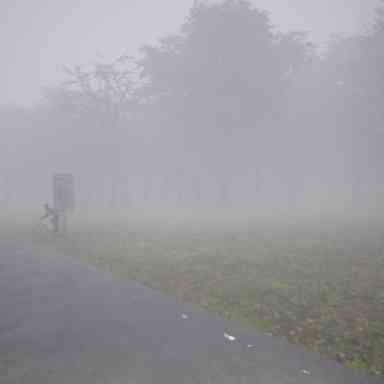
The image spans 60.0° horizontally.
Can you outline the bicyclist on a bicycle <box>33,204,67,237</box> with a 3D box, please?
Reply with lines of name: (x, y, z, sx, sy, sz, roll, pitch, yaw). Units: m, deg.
bicyclist on a bicycle: (-7.158, 1.435, 16.815, 1.656, 1.620, 0.582, -2, 1, -40)
